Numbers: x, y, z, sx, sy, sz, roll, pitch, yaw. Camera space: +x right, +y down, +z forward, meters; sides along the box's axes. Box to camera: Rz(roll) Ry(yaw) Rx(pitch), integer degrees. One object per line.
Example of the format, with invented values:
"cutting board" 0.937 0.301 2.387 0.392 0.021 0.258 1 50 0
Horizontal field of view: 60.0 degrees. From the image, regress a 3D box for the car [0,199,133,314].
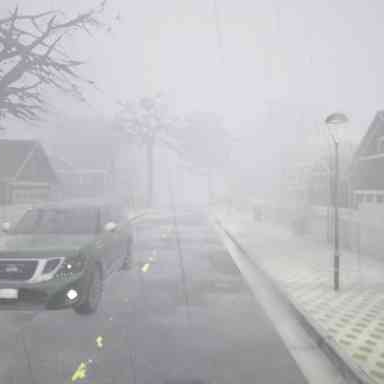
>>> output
"car" -2.836 1.212 7.912 2.150 2.045 5.566 0 0 0
